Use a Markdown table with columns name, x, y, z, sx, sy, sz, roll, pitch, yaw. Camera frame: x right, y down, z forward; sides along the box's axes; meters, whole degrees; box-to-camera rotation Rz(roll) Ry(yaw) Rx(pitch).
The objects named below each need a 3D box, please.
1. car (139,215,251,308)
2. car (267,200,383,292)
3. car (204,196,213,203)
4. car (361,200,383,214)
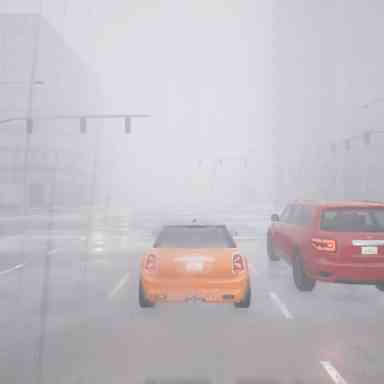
| name | x | y | z | sx | sy | sz | roll | pitch | yaw |
| --- | --- | --- | --- | --- | --- | --- | --- | --- | --- |
| car | 0.066 | 1.352 | 8.082 | 2.097 | 1.767 | 4.553 | 0 | 0 | 1 |
| car | 3.544 | 1.221 | 9.106 | 2.150 | 2.045 | 5.566 | 0 | 0 | 2 |
| car | 3.588 | 1.524 | 71.820 | 1.812 | 1.442 | 4.674 | 0 | 0 | 0 |
| car | 20.493 | 1.564 | 35.263 | 4.181 | 1.385 | 1.994 | 0 | 0 | 1 |
